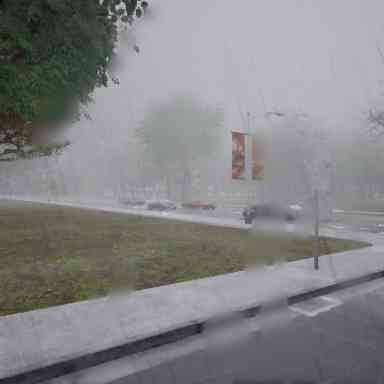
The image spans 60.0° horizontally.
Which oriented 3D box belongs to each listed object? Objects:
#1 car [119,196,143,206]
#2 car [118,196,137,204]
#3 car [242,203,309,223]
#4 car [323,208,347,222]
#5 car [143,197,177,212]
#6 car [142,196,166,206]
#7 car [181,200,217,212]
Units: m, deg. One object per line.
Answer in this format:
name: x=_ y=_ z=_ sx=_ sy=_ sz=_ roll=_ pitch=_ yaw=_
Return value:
car: x=-9.500 y=1.581 z=53.357 sx=2.033 sy=1.411 sz=5.357 roll=0 pitch=0 yaw=-35
car: x=-12.288 y=1.487 z=63.041 sx=1.812 sy=1.442 sz=4.674 roll=0 pitch=0 yaw=-35
car: x=6.202 y=1.535 z=25.554 sx=2.033 sy=1.411 sz=5.357 roll=0 pitch=0 yaw=-35
car: x=9.733 y=1.511 z=26.205 sx=1.812 sy=1.442 sz=4.674 roll=0 pitch=0 yaw=-35
car: x=-3.600 y=1.501 z=39.330 sx=1.812 sy=1.442 sz=4.674 roll=0 pitch=0 yaw=-35
car: x=-6.296 y=1.489 z=54.628 sx=1.812 sy=1.442 sz=4.674 roll=0 pitch=0 yaw=-36
car: x=0.788 y=1.574 z=38.757 sx=1.895 sy=1.301 sz=4.718 roll=0 pitch=0 yaw=-35
